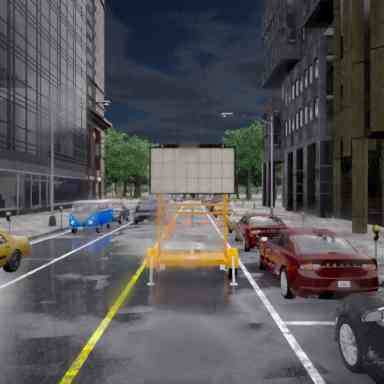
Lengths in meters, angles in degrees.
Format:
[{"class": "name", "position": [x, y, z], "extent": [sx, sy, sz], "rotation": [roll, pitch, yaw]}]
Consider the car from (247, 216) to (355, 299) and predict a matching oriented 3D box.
[{"class": "car", "position": [2.776, 1.545, 8.287], "extent": [1.887, 1.381, 4.507], "rotation": [0, 0, 0]}]

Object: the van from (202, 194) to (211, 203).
[{"class": "van", "position": [2.870, 1.363, 68.100], "extent": [1.690, 1.788, 3.998], "rotation": [0, 0, 0]}]

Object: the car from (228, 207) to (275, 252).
[{"class": "car", "position": [2.784, 1.545, 13.725], "extent": [1.887, 1.381, 4.507], "rotation": [0, 0, 0]}]

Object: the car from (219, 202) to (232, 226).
[{"class": "car", "position": [2.793, 1.527, 19.332], "extent": [1.752, 1.417, 4.829], "rotation": [0, 0, 0]}]

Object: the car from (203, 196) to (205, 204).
[{"class": "car", "position": [2.836, 1.535, 46.520], "extent": [1.752, 1.417, 4.829], "rotation": [0, 0, 0]}]

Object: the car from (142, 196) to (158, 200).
[{"class": "car", "position": [-5.698, 1.573, 40.926], "extent": [1.947, 1.339, 4.313], "rotation": [0, 0, 0]}]

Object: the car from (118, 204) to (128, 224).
[{"class": "car", "position": [-5.724, 1.553, 24.614], "extent": [2.008, 1.369, 4.403], "rotation": [0, 0, 0]}]

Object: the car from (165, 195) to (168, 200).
[{"class": "car", "position": [-5.672, 1.581, 57.239], "extent": [1.947, 1.339, 4.313], "rotation": [0, 0, 0]}]

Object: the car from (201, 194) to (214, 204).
[{"class": "car", "position": [2.861, 1.333, 62.663], "extent": [2.192, 1.841, 5.009], "rotation": [0, 0, 0]}]

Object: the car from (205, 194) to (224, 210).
[{"class": "car", "position": [2.818, 1.320, 35.475], "extent": [2.192, 1.841, 5.009], "rotation": [0, 0, 0]}]

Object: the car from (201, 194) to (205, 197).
[{"class": "car", "position": [2.853, 1.455, 57.225], "extent": [1.967, 1.590, 4.097], "rotation": [0, 0, 0]}]

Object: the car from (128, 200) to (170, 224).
[{"class": "car", "position": [-3.060, 1.550, 24.757], "extent": [2.033, 1.411, 5.357], "rotation": [0, 0, 0]}]

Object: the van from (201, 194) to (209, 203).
[{"class": "van", "position": [2.879, 1.367, 73.538], "extent": [1.690, 1.788, 3.998], "rotation": [0, 0, 0]}]

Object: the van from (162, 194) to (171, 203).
[{"class": "van", "position": [-5.647, 1.367, 73.552], "extent": [1.690, 1.788, 3.998], "rotation": [0, 0, 0]}]

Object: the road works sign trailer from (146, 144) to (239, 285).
[{"class": "road works sign trailer", "position": [0.015, 0.465, 9.434], "extent": [2.380, 3.560, 2.880], "rotation": [0, 0, 0]}]

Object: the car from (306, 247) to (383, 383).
[{"class": "car", "position": [2.767, 1.551, 2.849], "extent": [2.008, 1.369, 4.403], "rotation": [0, 0, 0]}]

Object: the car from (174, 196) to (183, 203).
[{"class": "car", "position": [-2.885, 1.516, 70.775], "extent": [2.128, 1.511, 4.902], "rotation": [0, 0, 0]}]

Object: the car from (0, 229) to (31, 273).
[{"class": "car", "position": [-5.750, 1.525, 8.131], "extent": [1.752, 1.417, 4.829], "rotation": [0, 0, 0]}]

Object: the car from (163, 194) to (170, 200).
[{"class": "car", "position": [-5.664, 1.544, 62.507], "extent": [1.752, 1.417, 4.829], "rotation": [0, 0, 0]}]

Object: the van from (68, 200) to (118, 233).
[{"class": "van", "position": [-5.733, 1.342, 19.176], "extent": [1.690, 1.788, 3.998], "rotation": [0, 0, 0]}]

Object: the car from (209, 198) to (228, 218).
[{"class": "car", "position": [2.810, 1.529, 30.207], "extent": [1.752, 1.417, 4.829], "rotation": [0, 0, 0]}]

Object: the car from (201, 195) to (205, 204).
[{"class": "car", "position": [2.844, 1.557, 51.788], "extent": [1.887, 1.381, 4.507], "rotation": [0, 0, 0]}]

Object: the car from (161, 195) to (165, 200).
[{"class": "car", "position": [-5.681, 1.537, 51.632], "extent": [1.752, 1.417, 4.829], "rotation": [0, 0, 0]}]
